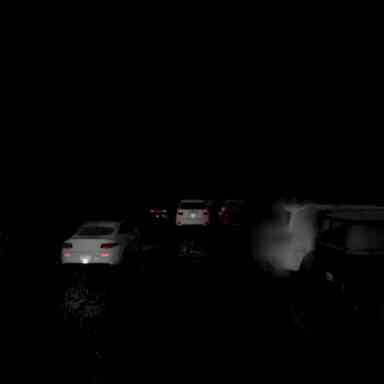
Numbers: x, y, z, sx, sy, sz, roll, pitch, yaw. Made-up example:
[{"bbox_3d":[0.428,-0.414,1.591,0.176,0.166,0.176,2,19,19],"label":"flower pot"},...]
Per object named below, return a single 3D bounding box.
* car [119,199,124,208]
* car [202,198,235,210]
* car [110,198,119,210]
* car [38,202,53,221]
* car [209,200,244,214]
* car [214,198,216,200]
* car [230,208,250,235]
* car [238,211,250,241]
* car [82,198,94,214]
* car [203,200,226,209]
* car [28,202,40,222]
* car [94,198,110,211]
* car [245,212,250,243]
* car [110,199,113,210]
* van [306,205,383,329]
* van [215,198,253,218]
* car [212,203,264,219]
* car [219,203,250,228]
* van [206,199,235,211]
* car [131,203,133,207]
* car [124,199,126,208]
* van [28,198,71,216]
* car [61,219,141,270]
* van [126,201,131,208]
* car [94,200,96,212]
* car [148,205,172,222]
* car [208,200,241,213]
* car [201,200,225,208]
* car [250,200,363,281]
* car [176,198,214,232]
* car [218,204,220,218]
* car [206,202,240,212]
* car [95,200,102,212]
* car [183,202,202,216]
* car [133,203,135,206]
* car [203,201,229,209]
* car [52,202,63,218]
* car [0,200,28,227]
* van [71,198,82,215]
[{"bbox_3d":[-15.578,2.417,60.335,5.008,1.535,2.097,0,-1,0],"label":"car"},{"bbox_3d":[4.611,2.128,58.650,5.566,2.045,2.435,0,-1,0],"label":"car"},{"bbox_3d":[-15.612,2.061,54.908,5.566,2.045,2.435,0,-1,0],"label":"car"},{"bbox_3d":[-15.548,1.897,29.894,4.792,1.488,2.163,0,-1,0],"label":"car"},{"bbox_3d":[4.627,2.001,44.863,4.553,1.767,2.185,0,-1,0],"label":"car"},{"bbox_3d":[4.568,1.953,42.106,4.553,1.767,2.185,0,-1,0],"label":"car"},{"bbox_3d":[4.652,1.726,17.293,4.792,1.488,2.163,0,-1,0],"label":"car"},{"bbox_3d":[4.628,1.699,14.537,4.674,1.452,2.002,0,-1,0],"label":"car"},{"bbox_3d":[-15.609,1.803,41.014,5.566,2.045,2.435,0,-1,0],"label":"car"},{"bbox_3d":[4.544,2.405,66.922,4.553,1.767,2.185,0,-1,0],"label":"car"},{"bbox_3d":[-15.571,1.825,27.116,4.892,1.521,2.231,0,-1,0],"label":"car"},{"bbox_3d":[-15.553,1.953,49.224,5.566,2.045,2.435,0,-1,0],"label":"car"},{"bbox_3d":[4.634,1.623,11.779,5.008,1.535,2.097,0,-1,0],"label":"car"},{"bbox_3d":[-15.768,2.256,52.123,5.366,1.575,1.946,0,-1,0],"label":"car"},{"bbox_3d":[4.750,1.329,6.269,4.442,1.987,1.878,0,-1,0],"label":"van"},{"bbox_3d":[4.495,1.628,28.201,4.442,1.987,1.878,0,-1,0],"label":"van"},{"bbox_3d":[4.601,1.943,33.834,4.892,1.521,2.231,0,-1,0],"label":"car"},{"bbox_3d":[4.803,1.771,22.807,5.366,1.575,1.946,0,-1,0],"label":"car"},{"bbox_3d":[4.471,2.051,53.135,4.442,1.987,1.878,0,-1,0],"label":"van"},{"bbox_3d":[-15.617,2.492,71.583,4.553,1.767,2.185,0,-1,0],"label":"car"},{"bbox_3d":[-15.615,2.348,63.240,4.553,1.767,2.185,0,-1,0],"label":"car"},{"bbox_3d":[-15.696,1.733,35.456,4.442,1.987,1.878,0,-1,0],"label":"van"},{"bbox_3d":[-2.912,1.664,11.392,1.812,1.442,4.674,0,-1,0],"label":"car"},{"bbox_3d":[-15.469,2.347,68.677,4.442,1.987,1.878,0,-1,0],"label":"van"},{"bbox_3d":[-15.578,2.144,43.787,4.674,1.452,2.002,0,-1,0],"label":"car"},{"bbox_3d":[-2.929,1.905,30.778,2.128,1.511,4.902,0,-1,0],"label":"car"},{"bbox_3d":[4.625,2.050,47.620,4.553,1.767,2.185,0,-1,0],"label":"car"},{"bbox_3d":[4.575,2.620,72.433,5.008,1.535,2.097,0,-1,0],"label":"car"},{"bbox_3d":[4.659,1.337,9.027,5.566,2.045,2.435,0,-1,0],"label":"car"},{"bbox_3d":[0.081,1.512,22.569,2.150,2.045,5.566,0,-1,0],"label":"car"},{"bbox_3d":[4.612,1.854,25.564,4.674,1.452,2.002,0,-1,0],"label":"car"},{"bbox_3d":[4.596,2.226,50.374,5.008,1.535,2.097,0,-1,0],"label":"car"},{"bbox_3d":[-15.578,2.193,46.501,4.674,1.452,2.002,0,-1,0],"label":"car"},{"bbox_3d":[0.060,2.081,41.544,2.128,1.511,4.902,0,-1,0],"label":"car"},{"bbox_3d":[-15.558,2.721,77.016,4.792,1.488,2.163,0,-1,0],"label":"car"},{"bbox_3d":[4.584,2.484,64.158,4.892,1.521,2.231,0,-1,0],"label":"car"},{"bbox_3d":[-15.576,1.951,32.548,4.674,1.452,2.002,0,-1,0],"label":"car"},{"bbox_3d":[-15.549,1.529,24.340,5.566,2.045,2.435,0,-1,0],"label":"car"},{"bbox_3d":[-15.463,1.780,38.233,4.442,1.987,1.878,0,-1,0],"label":"van"}]
